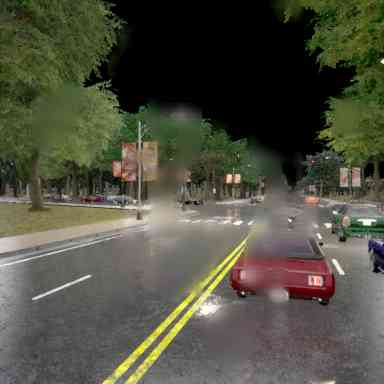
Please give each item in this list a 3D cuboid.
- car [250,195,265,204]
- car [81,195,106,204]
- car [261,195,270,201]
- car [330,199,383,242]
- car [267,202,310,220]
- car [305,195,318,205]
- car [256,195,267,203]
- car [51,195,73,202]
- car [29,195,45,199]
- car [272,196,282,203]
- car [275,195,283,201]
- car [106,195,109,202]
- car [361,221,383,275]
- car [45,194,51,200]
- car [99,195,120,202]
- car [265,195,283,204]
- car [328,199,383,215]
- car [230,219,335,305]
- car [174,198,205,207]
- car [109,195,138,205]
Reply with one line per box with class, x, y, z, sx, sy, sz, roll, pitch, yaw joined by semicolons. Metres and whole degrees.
car;12.368;1.554;63.631;2.033;1.411;5.357;0;0;18
car;-18.369;1.423;60.932;4.718;1.301;1.895;0;0;41
car;18.351;1.535;82.881;1.812;1.442;4.674;0;0;17
car;8.069;1.352;16.199;2.097;1.767;4.553;0;0;17
car;4.935;1.505;17.070;1.837;1.490;4.892;0;0;17
car;21.987;1.358;61.267;2.097;1.767;4.553;0;0;17
car;15.321;1.486;73.072;1.882;1.535;5.008;0;0;17
car;-26.114;1.300;67.529;4.674;1.442;1.812;0;0;40
car;-39.423;1.225;83.005;4.674;1.442;1.812;0;0;40
car;18.513;1.604;72.390;1.895;1.301;4.718;0;0;17
car;21.572;1.489;82.299;1.882;1.535;5.008;0;0;17
car;-18.856;1.282;65.789;5.008;1.535;1.882;0;0;40
car;5.463;1.601;7.596;1.895;1.301;4.718;0;0;17
car;-37.048;1.225;85.253;4.674;1.442;1.812;0;0;40
car;-16.988;1.327;68.348;4.674;1.442;1.812;0;0;40
car;15.442;1.554;62.587;2.033;1.411;5.357;0;0;18
car;17.302;1.536;35.297;4.902;1.511;2.128;0;0;40
car;2.255;1.601;8.207;1.895;1.301;4.718;0;0;17
car;-0.467;1.523;50.282;4.718;1.301;1.895;0;0;40
car;-10.938;1.361;54.653;4.902;1.511;2.128;0;0;41
